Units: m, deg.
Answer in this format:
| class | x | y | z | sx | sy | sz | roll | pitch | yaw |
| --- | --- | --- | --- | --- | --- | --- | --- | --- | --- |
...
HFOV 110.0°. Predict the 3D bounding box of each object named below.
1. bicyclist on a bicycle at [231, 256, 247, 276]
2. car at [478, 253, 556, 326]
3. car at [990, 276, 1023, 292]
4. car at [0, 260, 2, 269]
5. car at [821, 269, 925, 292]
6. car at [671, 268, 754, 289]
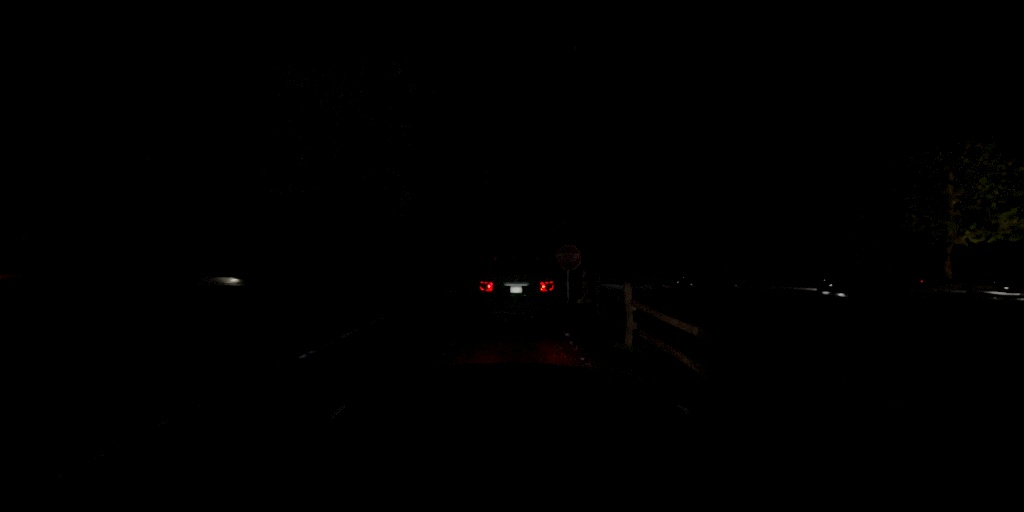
| class | x | y | z | sx | sy | sz | roll | pitch | yaw |
| --- | --- | --- | --- | --- | --- | --- | --- | --- | --- |
| bicyclist on a bicycle | -21.985 | 0.786 | 28.879 | 0.582 | 1.620 | 1.656 | 1 | 0 | 2 |
| car | 0.212 | 0.937 | 11.740 | 2.150 | 2.045 | 5.566 | 0 | 0 | 2 |
| car | 35.156 | 1.760 | 23.458 | 5.357 | 1.411 | 2.033 | 1 | 0 | 2 |
| car | -41.131 | 0.533 | 26.645 | 4.902 | 1.511 | 2.128 | 1 | 0 | 2 |
| car | 24.000 | 1.596 | 23.931 | 5.357 | 1.411 | 2.033 | 1 | 0 | 2 |
| car | 13.472 | 1.492 | 24.338 | 4.718 | 1.301 | 1.895 | 1 | 0 | 1 |
